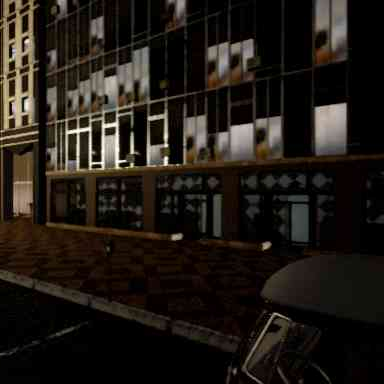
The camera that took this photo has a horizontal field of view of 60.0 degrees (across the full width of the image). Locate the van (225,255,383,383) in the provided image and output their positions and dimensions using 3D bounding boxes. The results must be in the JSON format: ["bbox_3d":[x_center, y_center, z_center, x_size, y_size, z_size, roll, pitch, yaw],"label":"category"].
[{"bbox_3d":[1.990,1.342,1.453,3.998,1.788,1.690,0,0,36],"label":"van"}]
